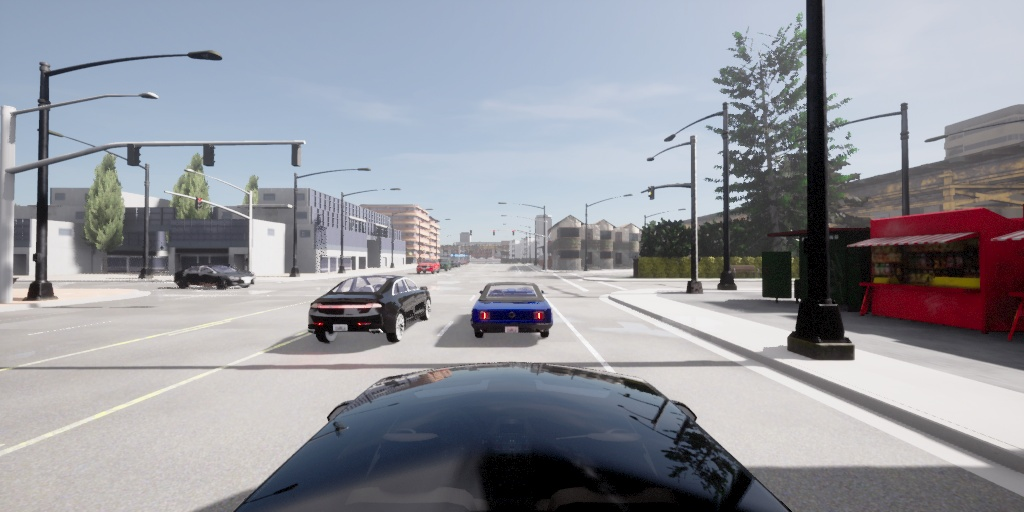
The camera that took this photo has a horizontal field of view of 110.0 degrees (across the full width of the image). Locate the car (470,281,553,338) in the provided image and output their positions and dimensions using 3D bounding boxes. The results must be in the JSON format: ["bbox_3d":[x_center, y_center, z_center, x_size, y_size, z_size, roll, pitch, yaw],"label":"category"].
[{"bbox_3d":[-0.011,1.365,10.219,1.895,1.301,4.718,0,0,0],"label":"car"}]

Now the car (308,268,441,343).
[{"bbox_3d":[-3.511,1.257,9.741,2.128,1.511,4.902,0,0,0],"label":"car"}]

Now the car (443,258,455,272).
[{"bbox_3d":[-11.149,1.390,57.687,2.150,2.045,5.566,0,0,0],"label":"car"}]

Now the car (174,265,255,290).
[{"bbox_3d":[-18.896,1.336,22.846,4.902,1.511,2.128,0,-1,11],"label":"car"}]

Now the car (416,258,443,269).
[{"bbox_3d":[-11.055,1.337,47.637,2.150,2.045,5.566,0,0,-1],"label":"car"}]
